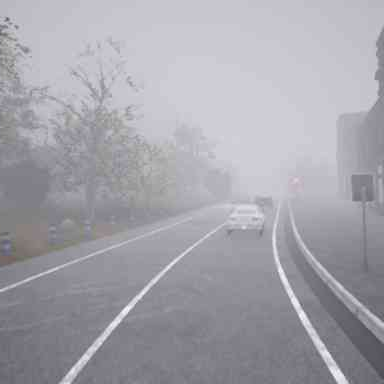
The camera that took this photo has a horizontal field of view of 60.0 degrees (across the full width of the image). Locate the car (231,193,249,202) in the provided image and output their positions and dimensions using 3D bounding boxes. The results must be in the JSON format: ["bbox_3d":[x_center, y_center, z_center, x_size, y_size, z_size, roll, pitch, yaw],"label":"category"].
[{"bbox_3d":[6.269,0.874,42.992,1.994,1.385,4.181,-1,1,16],"label":"car"}]

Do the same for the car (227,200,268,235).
[{"bbox_3d":[3.034,1.428,18.294,1.812,1.442,4.674,-1,1,13],"label":"car"}]

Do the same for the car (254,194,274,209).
[{"bbox_3d":[7.764,0.907,35.758,1.882,1.535,5.008,-1,1,16],"label":"car"}]
